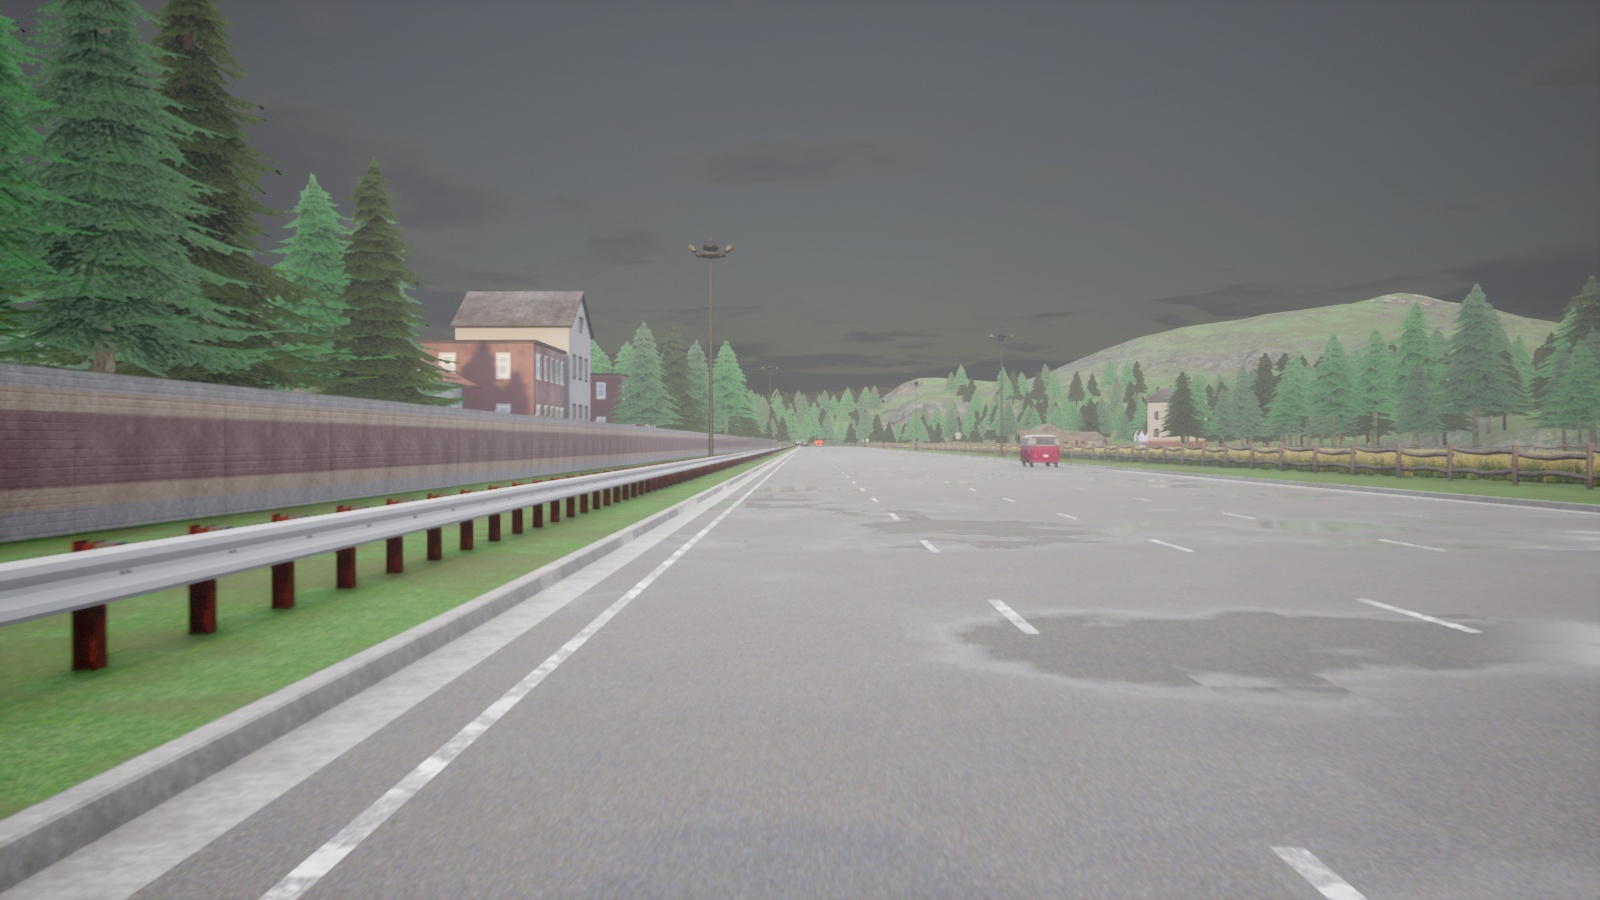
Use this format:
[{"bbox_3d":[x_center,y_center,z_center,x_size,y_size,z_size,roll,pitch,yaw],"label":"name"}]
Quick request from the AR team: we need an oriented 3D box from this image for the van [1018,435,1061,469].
[{"bbox_3d":[14.455,0.082,76.098,1.775,1.987,4.442,0,0,0],"label":"van"}]
